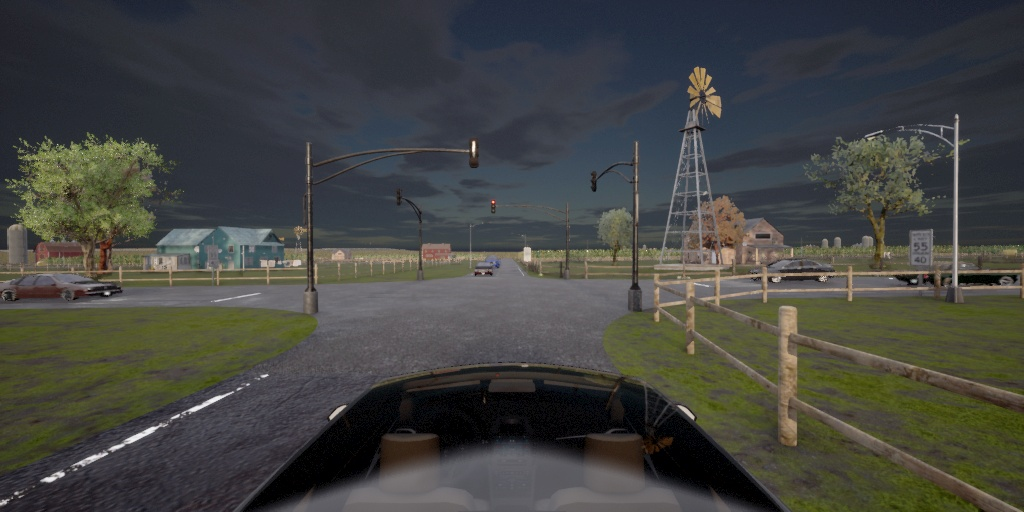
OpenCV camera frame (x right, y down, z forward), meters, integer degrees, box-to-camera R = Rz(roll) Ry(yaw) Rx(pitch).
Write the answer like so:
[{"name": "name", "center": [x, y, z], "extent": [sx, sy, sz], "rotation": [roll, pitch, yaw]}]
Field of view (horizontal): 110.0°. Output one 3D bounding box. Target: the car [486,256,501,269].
[{"name": "car", "center": [-3.134, 0.967, 55.862], "extent": [2.150, 2.045, 5.566], "rotation": [0, 0, 0]}]

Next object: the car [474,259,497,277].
[{"name": "car", "center": [-2.836, 1.292, 36.287], "extent": [2.033, 1.411, 5.357], "rotation": [0, 0, -3]}]

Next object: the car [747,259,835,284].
[{"name": "car", "center": [17.777, 0.953, 23.015], "extent": [4.892, 1.490, 1.837], "rotation": [-2, 1, 0]}]

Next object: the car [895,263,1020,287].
[{"name": "car", "center": [23.954, 1.039, 19.371], "extent": [4.718, 1.301, 1.895], "rotation": [-1, 1, 0]}]

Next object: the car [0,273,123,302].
[{"name": "car", "center": [-24.275, 1.637, 19.125], "extent": [5.357, 1.411, 2.033], "rotation": [-1, 1, 0]}]
